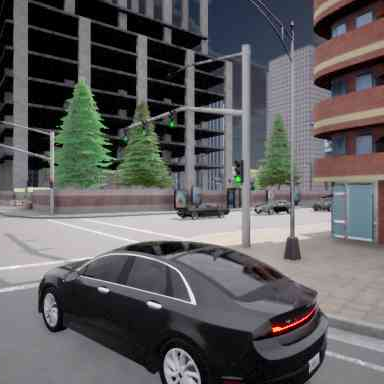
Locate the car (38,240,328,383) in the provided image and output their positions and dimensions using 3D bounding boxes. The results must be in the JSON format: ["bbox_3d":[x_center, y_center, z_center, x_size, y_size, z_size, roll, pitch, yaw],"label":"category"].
[{"bbox_3d":[-0.562,1.505,5.030,4.892,1.490,1.837,0,0,41],"label":"car"}]

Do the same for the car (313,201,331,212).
[{"bbox_3d":[16.675,1.407,40.274,4.553,1.767,2.097,0,0,-35],"label":"car"}]

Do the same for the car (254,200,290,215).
[{"bbox_3d":[8.582,1.547,34.515,4.902,1.511,2.128,0,0,-36],"label":"car"}]

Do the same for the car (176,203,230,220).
[{"bbox_3d":[0.994,1.656,29.092,4.718,1.301,1.895,0,0,-36],"label":"car"}]
